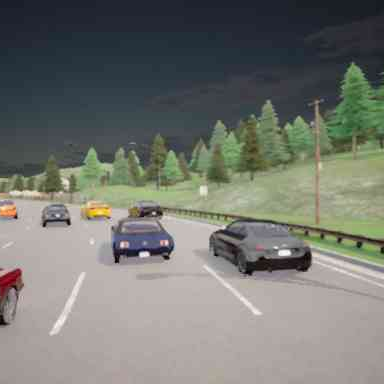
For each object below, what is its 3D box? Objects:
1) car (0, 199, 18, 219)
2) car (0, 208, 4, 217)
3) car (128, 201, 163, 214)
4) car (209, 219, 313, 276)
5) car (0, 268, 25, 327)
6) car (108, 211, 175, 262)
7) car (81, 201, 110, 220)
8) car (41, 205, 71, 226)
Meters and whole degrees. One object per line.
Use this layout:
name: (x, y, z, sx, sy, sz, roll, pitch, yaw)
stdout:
car: (-17.235, 1.507, 30.609, 2.097, 1.767, 4.553, -1, 0, -29)
car: (-9.570, 1.636, 13.568, 2.033, 1.411, 5.357, -1, 0, -18)
car: (-3.942, 1.498, 27.746, 1.882, 1.535, 5.008, 0, 0, -24)
car: (1.935, 1.536, 10.488, 1.994, 1.385, 4.181, -1, 0, -13)
car: (-3.793, 1.637, 4.056, 1.895, 1.301, 4.718, -1, 0, -7)
car: (-1.997, 1.612, 12.241, 1.895, 1.301, 4.718, -1, 0, -15)
car: (-8.546, 1.544, 29.282, 1.882, 1.535, 5.008, 0, 0, -26)
car: (-10.018, 1.633, 24.457, 2.033, 1.411, 5.357, -1, 0, -25)
